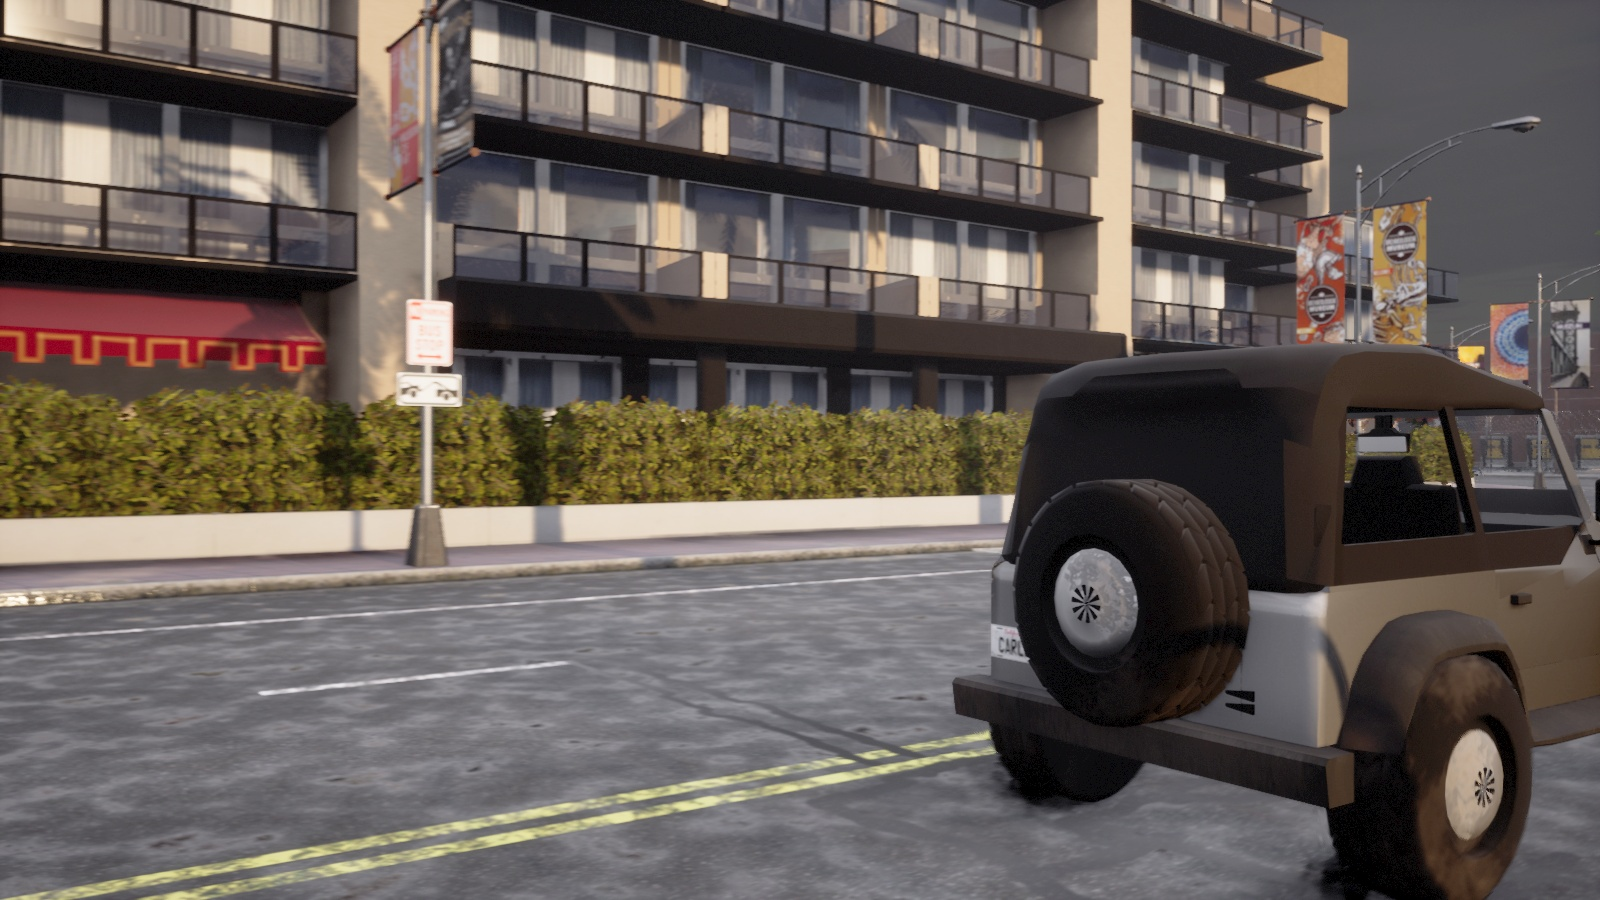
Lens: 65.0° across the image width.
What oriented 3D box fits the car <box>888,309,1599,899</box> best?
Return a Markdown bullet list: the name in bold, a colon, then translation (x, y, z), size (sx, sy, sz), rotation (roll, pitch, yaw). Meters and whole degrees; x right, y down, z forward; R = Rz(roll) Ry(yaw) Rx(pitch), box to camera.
- **car**: translation (2.490, 0.549, 5.392), size (3.866, 1.878, 1.905), rotation (0, 0, -35)
